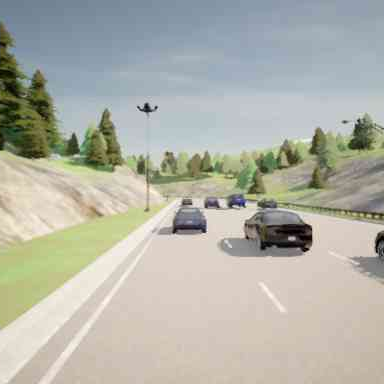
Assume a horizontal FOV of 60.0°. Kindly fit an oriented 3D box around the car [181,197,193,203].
[{"bbox_3d":[-0.813,1.575,54.586,2.128,1.511,4.902,0,0,-1],"label":"car"}]

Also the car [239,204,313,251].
[{"bbox_3d":[3.468,1.488,14.162,1.882,1.535,5.008,0,0,-1],"label":"car"}]

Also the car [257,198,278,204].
[{"bbox_3d":[9.889,1.527,43.757,2.128,1.511,4.902,0,0,-1],"label":"car"}]

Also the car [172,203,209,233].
[{"bbox_3d":[-0.162,1.594,20.057,1.994,1.385,4.181,0,0,-1],"label":"car"}]

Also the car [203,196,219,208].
[{"bbox_3d":[2.797,1.415,48.738,2.097,1.767,4.553,0,0,-1],"label":"car"}]

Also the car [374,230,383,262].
[{"bbox_3d":[7.042,1.485,9.188,2.128,1.511,4.902,0,0,-1],"label":"car"}]

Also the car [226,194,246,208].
[{"bbox_3d":[6.307,1.274,47.967,2.150,2.045,5.566,0,0,-1],"label":"car"}]
